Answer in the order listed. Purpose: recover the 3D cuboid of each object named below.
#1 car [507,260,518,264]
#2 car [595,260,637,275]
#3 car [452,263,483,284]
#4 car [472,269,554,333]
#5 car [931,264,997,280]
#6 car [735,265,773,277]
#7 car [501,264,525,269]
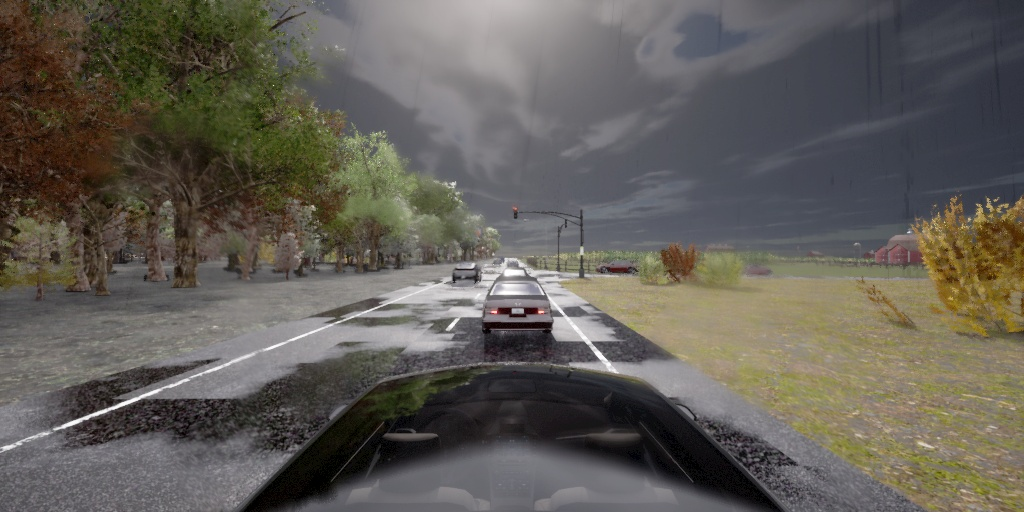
[{"bbox_3d":[0.175,1.356,61.441,1.895,1.301,4.718,0,0,1],"label":"car"},{"bbox_3d":[12.239,1.297,42.424,4.553,1.767,2.097,1,-1,4],"label":"car"},{"bbox_3d":[-3.343,1.248,27.210,2.128,1.511,4.902,0,0,0],"label":"car"},{"bbox_3d":[0.121,1.300,10.682,2.033,1.411,5.357,0,0,0],"label":"car"},{"bbox_3d":[48.670,1.825,38.258,5.357,1.411,2.033,1,-1,1],"label":"car"},{"bbox_3d":[27.978,1.676,42.007,4.181,1.385,1.994,1,-1,0],"label":"car"},{"bbox_3d":[0.144,1.318,19.922,1.994,1.385,4.181,0,0,0],"label":"car"}]
